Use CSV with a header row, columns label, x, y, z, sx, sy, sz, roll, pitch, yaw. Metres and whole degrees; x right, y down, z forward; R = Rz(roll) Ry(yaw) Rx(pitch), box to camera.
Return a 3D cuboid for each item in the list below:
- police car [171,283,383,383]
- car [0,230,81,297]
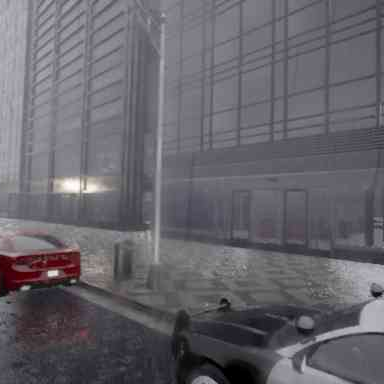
label,x,y,z,sx,sy,sz,roll,pitch,yaw
police car,1.882,1.625,2.826,1.930,1.638,5.238,4,-4,-45
car,-5.107,1.870,9.820,1.882,1.535,5.008,4,-4,-45
